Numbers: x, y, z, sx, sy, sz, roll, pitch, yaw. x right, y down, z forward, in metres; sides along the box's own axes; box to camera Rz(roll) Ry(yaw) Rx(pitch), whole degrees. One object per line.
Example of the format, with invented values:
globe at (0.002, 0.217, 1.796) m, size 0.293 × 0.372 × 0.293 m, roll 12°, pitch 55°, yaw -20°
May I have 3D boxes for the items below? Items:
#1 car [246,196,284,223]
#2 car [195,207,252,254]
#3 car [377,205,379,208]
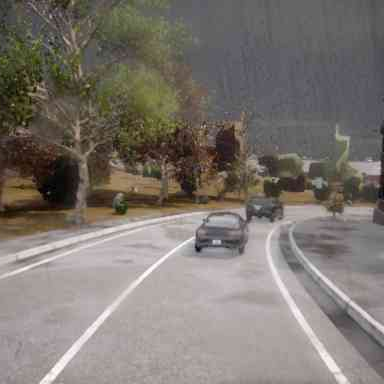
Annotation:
car at (6.074, 1.346, 27.341) m, size 2.150 × 2.045 × 5.566 m, roll 3°, pitch 1°, yaw 26°
car at (1.316, 1.534, 13.504) m, size 1.812 × 1.442 × 4.674 m, roll 1°, pitch 0°, yaw 12°
car at (37.510, 2.720, 64.038) m, size 5.008 × 1.535 × 1.882 m, roll 3°, pitch 3°, yaw -38°
